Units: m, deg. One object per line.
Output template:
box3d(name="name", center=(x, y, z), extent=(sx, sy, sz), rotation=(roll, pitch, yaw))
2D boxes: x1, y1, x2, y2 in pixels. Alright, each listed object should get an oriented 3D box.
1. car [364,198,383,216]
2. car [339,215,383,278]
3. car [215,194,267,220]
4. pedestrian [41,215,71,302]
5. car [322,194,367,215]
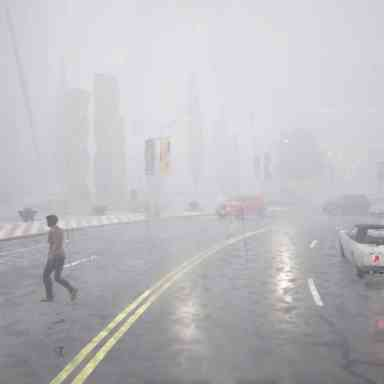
box3d(name="car", center=(18.276, 1.526, 30.658), extent=(4.674, 1.442, 1.812), rotation=(0, 0, -32))
box3d(name="car", center=(5.573, 1.601, 9.828), extent=(1.895, 1.301, 4.718), rotation=(0, 0, 17))
box3d(name="car", center=(4.277, 1.221, 28.321), extent=(2.150, 2.045, 5.566), rotation=(0, 0, 42))
box3d(name="pedestrian", center=(-2.781, 1.294, 6.739), extent=(0.375, 1.860, 0.375), rotation=(0, 0, 11))
box3d(name="car", center=(15.511, 1.221, 33.427), extent=(5.566, 2.045, 2.150), rotation=(0, 0, -32))
